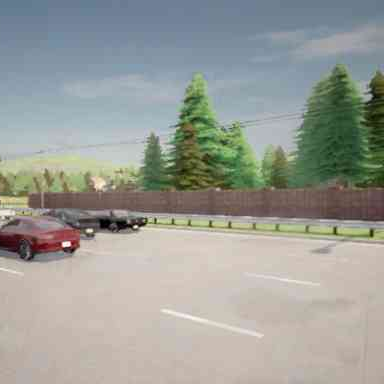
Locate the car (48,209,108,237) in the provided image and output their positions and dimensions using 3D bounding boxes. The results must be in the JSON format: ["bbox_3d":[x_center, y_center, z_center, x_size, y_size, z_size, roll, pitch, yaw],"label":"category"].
[{"bbox_3d":[-6.914,1.647,17.523,4.892,1.490,1.837,0,0,36],"label":"car"}]

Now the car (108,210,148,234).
[{"bbox_3d":[-5.048,1.744,20.489,4.718,1.301,1.895,-1,0,35],"label":"car"}]

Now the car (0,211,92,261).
[{"bbox_3d":[-6.154,1.636,12.682,4.674,1.442,1.812,-1,0,36],"label":"car"}]

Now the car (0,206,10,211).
[{"bbox_3d":[-17.833,1.885,29.609,4.718,1.301,1.895,-1,0,35],"label":"car"}]
